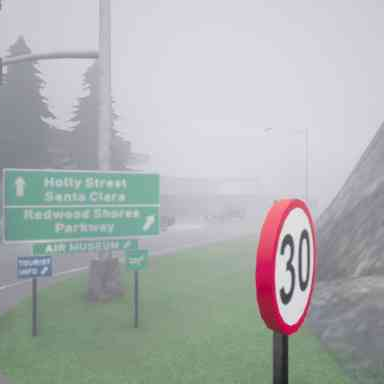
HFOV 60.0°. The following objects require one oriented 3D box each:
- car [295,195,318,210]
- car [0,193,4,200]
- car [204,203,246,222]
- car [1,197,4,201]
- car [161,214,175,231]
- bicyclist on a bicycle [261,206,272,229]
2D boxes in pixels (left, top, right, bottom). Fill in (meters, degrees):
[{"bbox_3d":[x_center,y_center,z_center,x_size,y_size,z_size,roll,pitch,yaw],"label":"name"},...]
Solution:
[{"bbox_3d":[15.442,1.413,45.340,2.150,2.045,5.566,0,0,37],"label":"car"},{"bbox_3d":[-38.345,1.459,70.143,4.514,1.523,2.007,0,0,35],"label":"car"},{"bbox_3d":[2.870,1.676,28.321,2.128,1.511,4.902,0,0,36],"label":"car"},{"bbox_3d":[-12.297,1.494,26.109,1.905,1.878,3.866,0,0,35],"label":"car"},{"bbox_3d":[-3.176,1.786,20.067,1.895,1.301,4.718,0,0,36],"label":"car"},{"bbox_3d":[4.641,1.640,18.728,1.656,1.620,0.582,0,0,36],"label":"bicyclist on a bicycle"}]
